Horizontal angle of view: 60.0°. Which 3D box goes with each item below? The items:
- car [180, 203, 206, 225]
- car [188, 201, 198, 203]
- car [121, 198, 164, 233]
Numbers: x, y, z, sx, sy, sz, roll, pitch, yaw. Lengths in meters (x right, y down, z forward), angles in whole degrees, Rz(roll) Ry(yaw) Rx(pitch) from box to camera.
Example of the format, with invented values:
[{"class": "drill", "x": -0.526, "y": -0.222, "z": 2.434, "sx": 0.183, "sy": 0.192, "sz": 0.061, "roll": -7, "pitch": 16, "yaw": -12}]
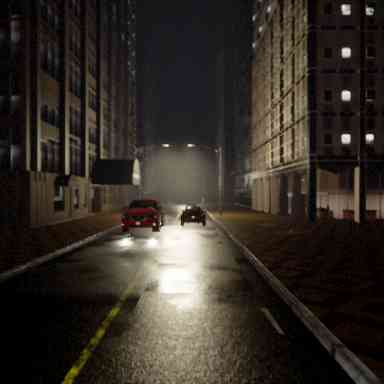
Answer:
[{"class": "car", "x": 0.094, "y": 1.850, "z": 26.664, "sx": 1.994, "sy": 1.385, "sz": 4.181, "roll": 0, "pitch": -1, "yaw": 0}, {"class": "car", "x": 0.091, "y": 1.986, "z": 45.212, "sx": 2.128, "sy": 1.511, "sz": 4.902, "roll": 0, "pitch": -1, "yaw": 0}, {"class": "car", "x": -3.088, "y": 1.452, "z": 21.829, "sx": 2.150, "sy": 2.045, "sz": 5.566, "roll": 0, "pitch": 0, "yaw": 0}]
